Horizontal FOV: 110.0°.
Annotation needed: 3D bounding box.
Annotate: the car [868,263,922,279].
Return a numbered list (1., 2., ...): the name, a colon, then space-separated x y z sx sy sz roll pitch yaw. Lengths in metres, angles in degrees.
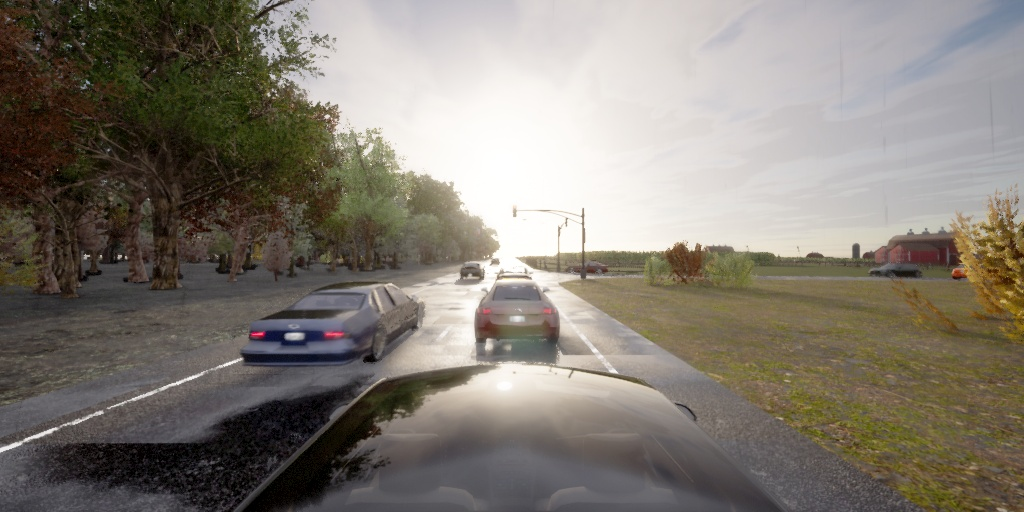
1. car: 43.522 1.634 40.812 4.553 1.767 2.097 1 -1 1

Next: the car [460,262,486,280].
1. car: -3.412 1.263 31.638 1.837 1.490 4.892 0 1 0

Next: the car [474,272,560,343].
1. car: 0.100 1.316 9.675 1.994 1.385 4.181 0 0 0

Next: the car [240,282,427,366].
1. car: -3.400 1.299 8.092 2.033 1.411 5.357 0 0 0

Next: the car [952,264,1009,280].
1. car: 48.889 1.633 37.213 4.553 1.767 2.097 1 -1 0

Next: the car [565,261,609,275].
1. car: 8.755 1.397 42.014 5.008 1.535 1.882 1 -1 15

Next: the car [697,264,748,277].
1. car: 23.999 1.616 40.911 5.357 1.411 2.033 1 -1 0

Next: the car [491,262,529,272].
1. car: 0.094 1.245 18.573 2.128 1.511 4.902 0 0 0
